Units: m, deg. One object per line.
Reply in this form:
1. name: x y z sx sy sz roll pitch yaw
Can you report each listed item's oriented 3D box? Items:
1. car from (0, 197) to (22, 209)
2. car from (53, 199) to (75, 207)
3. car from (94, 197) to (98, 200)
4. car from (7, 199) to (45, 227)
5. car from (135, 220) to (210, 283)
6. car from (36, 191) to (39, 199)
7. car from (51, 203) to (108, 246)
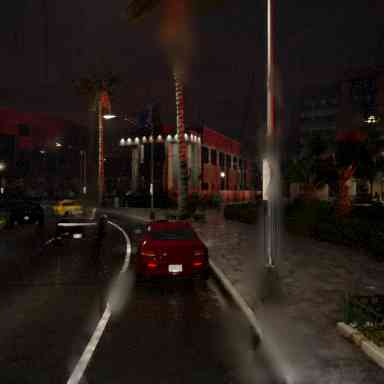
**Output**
1. car: -22.825 1.529 42.384 5.357 1.411 2.033 0 0 38
2. car: -11.419 1.450 30.056 1.801 1.575 5.366 0 0 -32
3. car: -26.644 1.554 85.529 4.718 1.301 1.895 0 0 24
4. car: -11.265 1.469 22.890 1.882 1.535 5.008 0 0 -24
5. car: -0.665 1.525 9.662 1.812 1.442 4.674 0 0 -7
6. car: -33.931 1.226 68.961 4.553 1.767 2.185 0 0 24
7. car: -4.989 1.487 15.281 2.128 1.511 4.902 0 0 -13
